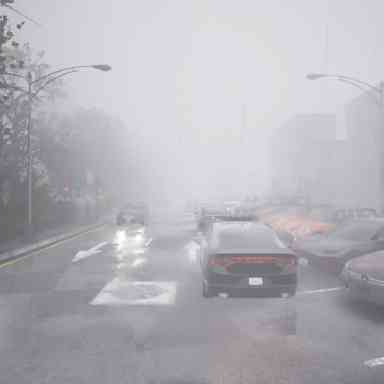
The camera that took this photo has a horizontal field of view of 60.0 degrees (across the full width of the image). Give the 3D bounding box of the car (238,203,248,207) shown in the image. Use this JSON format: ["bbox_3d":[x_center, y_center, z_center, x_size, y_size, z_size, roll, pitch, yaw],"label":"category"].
[{"bbox_3d":[5.338,1.538,18.845,4.674,1.452,2.002,1,0,-20],"label":"car"}]

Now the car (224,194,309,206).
[{"bbox_3d":[5.342,1.251,21.824,5.566,2.045,2.435,1,0,-20],"label":"car"}]

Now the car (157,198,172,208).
[{"bbox_3d":[-3.969,1.602,48.672,1.837,1.490,4.892,0,0,0],"label":"car"}]

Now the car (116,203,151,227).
[{"bbox_3d":[-4.001,1.511,23.344,2.128,1.511,4.902,0,0,0],"label":"car"}]

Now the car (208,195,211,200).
[{"bbox_3d":[5.434,1.583,48.875,5.008,1.535,2.097,1,-1,-20],"label":"car"}]

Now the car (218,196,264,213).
[{"bbox_3d":[5.377,1.413,36.854,4.553,1.767,2.185,1,0,-20],"label":"car"}]

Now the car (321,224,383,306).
[{"bbox_3d":[5.311,1.527,6.836,4.674,1.452,2.002,1,0,-20],"label":"car"}]

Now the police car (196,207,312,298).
[{"bbox_3d":[1.167,1.427,8.668,1.930,1.638,5.238,0,0,0],"label":"police car"}]

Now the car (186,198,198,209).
[{"bbox_3d":[0.084,1.579,46.164,2.128,1.511,4.902,0,0,0],"label":"car"}]

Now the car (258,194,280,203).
[{"bbox_3d":[18.449,1.462,79.894,2.435,2.045,5.566,0,0,-21],"label":"car"}]

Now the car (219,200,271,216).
[{"bbox_3d":[5.372,1.560,33.840,4.792,1.488,2.163,1,0,-20],"label":"car"}]

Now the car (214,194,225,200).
[{"bbox_3d":[5.363,1.270,30.840,5.566,2.045,2.435,1,0,-20],"label":"car"}]

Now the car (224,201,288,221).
[{"bbox_3d":[5.346,1.544,27.838,4.792,1.488,2.163,1,0,-20],"label":"car"}]

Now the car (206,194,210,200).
[{"bbox_3d":[5.275,1.612,57.819,5.366,1.575,1.946,1,0,-20],"label":"car"}]

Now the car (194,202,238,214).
[{"bbox_3d":[1.189,1.518,18.559,1.837,1.490,4.892,0,0,0],"label":"car"}]

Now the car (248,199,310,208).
[{"bbox_3d":[5.364,1.369,15.849,4.553,1.767,2.185,1,0,-20],"label":"car"}]

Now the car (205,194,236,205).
[{"bbox_3d":[5.469,1.391,63.913,5.566,2.045,2.435,1,0,-20],"label":"car"}]

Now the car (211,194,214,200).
[{"bbox_3d":[5.470,1.446,45.872,4.553,1.767,2.185,1,0,-20],"label":"car"}]

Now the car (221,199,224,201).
[{"bbox_3d":[5.189,1.503,24.781,5.366,1.575,1.946,1,0,-20],"label":"car"}]

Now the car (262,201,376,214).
[{"bbox_3d":[5.355,1.366,12.848,4.553,1.767,2.185,1,0,-20],"label":"car"}]

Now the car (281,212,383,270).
[{"bbox_3d":[5.287,1.517,9.827,4.792,1.488,2.163,1,0,-20],"label":"car"}]

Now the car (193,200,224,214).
[{"bbox_3d":[1.207,1.548,24.558,1.812,1.442,4.674,0,0,0],"label":"car"}]
